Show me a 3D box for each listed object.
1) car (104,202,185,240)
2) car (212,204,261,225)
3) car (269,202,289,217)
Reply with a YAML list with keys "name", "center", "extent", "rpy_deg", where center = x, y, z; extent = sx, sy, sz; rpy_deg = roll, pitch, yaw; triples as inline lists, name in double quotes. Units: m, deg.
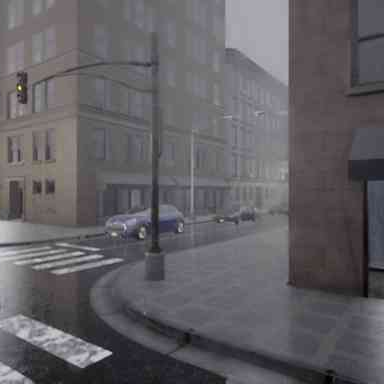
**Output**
- name: "car"
  center: [-2.384, 1.426, 17.574]
  extent: [2.097, 1.767, 4.553]
  rpy_deg: [0, 0, 35]
- name: "car"
  center: [3.653, 1.680, 26.075]
  extent: [2.033, 1.411, 5.357]
  rpy_deg: [0, 0, 35]
- name: "car"
  center: [9.842, 1.737, 34.757]
  extent: [2.033, 1.411, 5.357]
  rpy_deg: [0, 0, 36]
